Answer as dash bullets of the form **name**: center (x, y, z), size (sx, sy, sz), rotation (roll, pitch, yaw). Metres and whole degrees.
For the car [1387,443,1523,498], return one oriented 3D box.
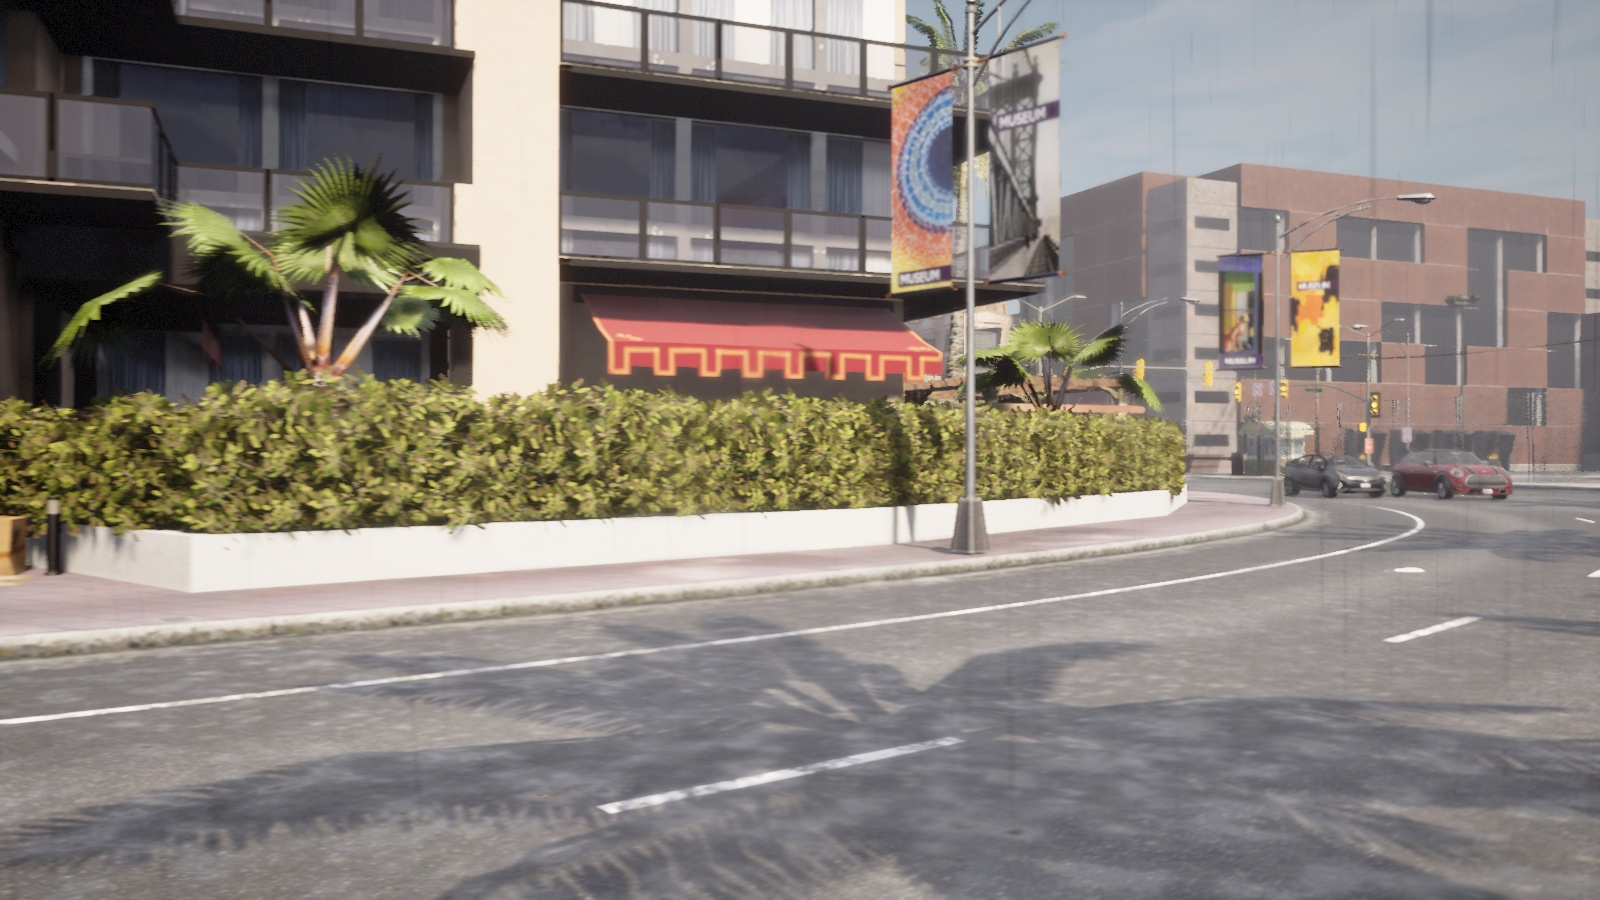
- **car**: center (22.109, 0.668, 42.603), size (2.097, 1.767, 4.553), rotation (0, 0, -2)

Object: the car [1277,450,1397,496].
- **car**: center (18.588, 0.769, 43.708), size (2.007, 1.525, 4.514), rotation (0, 0, -4)
